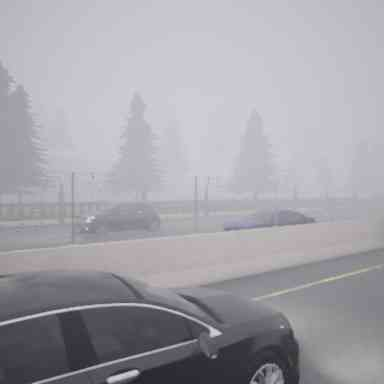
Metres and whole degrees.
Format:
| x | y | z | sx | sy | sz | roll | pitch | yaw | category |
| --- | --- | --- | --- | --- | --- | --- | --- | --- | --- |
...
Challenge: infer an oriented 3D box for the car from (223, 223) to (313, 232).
| x | y | z | sx | sy | sz | roll | pitch | yaw | category |
| --- | --- | --- | --- | --- | --- | --- | --- | --- | --- |
| 3.600 | 1.493 | 15.199 | 5.008 | 1.535 | 1.882 | 0 | 0 | -36 | car |

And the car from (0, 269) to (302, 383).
| x | y | z | sx | sy | sz | roll | pitch | yaw | category |
| --- | --- | --- | --- | --- | --- | --- | --- | --- | --- |
| -1.023 | 1.508 | 3.014 | 4.892 | 1.490 | 1.837 | 0 | 0 | -36 | car |
